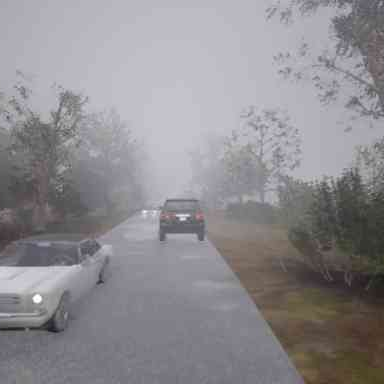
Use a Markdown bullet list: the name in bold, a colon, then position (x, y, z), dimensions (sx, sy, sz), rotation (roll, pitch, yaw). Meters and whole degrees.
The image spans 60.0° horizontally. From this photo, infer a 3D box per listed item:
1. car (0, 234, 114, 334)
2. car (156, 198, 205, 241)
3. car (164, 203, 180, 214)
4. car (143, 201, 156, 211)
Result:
- **car**: position (-3.009, 1.623, 6.885), dimensions (1.895, 1.301, 4.718), rotation (0, 0, -2)
- **car**: position (-0.588, 1.316, 17.528), dimensions (2.150, 2.045, 5.566), rotation (0, -1, -4)
- **car**: position (-2.552, 1.997, 40.974), dimensions (1.895, 1.301, 4.718), rotation (0, -1, -5)
- **car**: position (-6.405, 2.118, 51.279), dimensions (1.837, 1.490, 4.892), rotation (0, -2, -5)
